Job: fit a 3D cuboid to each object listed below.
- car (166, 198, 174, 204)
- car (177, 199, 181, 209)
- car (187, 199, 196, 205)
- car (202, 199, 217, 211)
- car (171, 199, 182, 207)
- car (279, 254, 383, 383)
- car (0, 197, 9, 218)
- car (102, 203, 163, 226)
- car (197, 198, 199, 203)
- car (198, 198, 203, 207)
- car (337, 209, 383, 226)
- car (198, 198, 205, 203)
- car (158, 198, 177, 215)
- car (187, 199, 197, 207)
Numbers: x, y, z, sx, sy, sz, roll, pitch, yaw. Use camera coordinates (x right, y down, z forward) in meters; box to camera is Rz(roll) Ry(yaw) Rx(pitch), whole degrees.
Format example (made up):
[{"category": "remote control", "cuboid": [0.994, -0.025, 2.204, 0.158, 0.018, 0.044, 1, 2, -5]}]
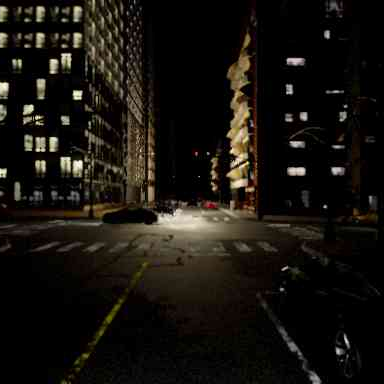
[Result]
[{"category": "car", "cuboid": [-5.790, 2.407, 88.410, 2.008, 1.369, 4.403, 0, -1, 0]}, {"category": "car", "cuboid": [-3.148, 1.938, 47.222, 2.128, 1.511, 4.902, 0, -1, 0]}, {"category": "car", "cuboid": [-0.089, 2.326, 80.268, 1.994, 1.385, 4.181, 0, -1, 0]}, {"category": "car", "cuboid": [2.688, 2.028, 47.262, 1.802, 1.307, 4.206, 0, -1, 0]}, {"category": "car", "cuboid": [-3.076, 2.116, 66.751, 1.882, 1.535, 5.008, 0, -1, 0]}, {"category": "car", "cuboid": [2.687, 1.615, 5.241, 1.947, 1.339, 4.313, 0, -1, 0]}, {"category": "car", "cuboid": [-17.723, 1.280, 27.283, 5.009, 1.841, 2.192, 1, -2, -1]}, {"category": "car", "cuboid": [-4.533, 1.743, 24.801, 4.181, 1.385, 1.994, 1, -1, -1]}, {"category": "car", "cuboid": [2.617, 2.180, 65.827, 2.008, 1.369, 4.403, 0, -1, 0]}, {"category": "car", "cuboid": [2.623, 2.124, 60.179, 2.008, 1.369, 4.403, 0, -1, 0]}, {"category": "car", "cuboid": [14.612, 2.089, 27.591, 4.829, 1.417, 1.752, 1, -2, -1]}, {"category": "car", "cuboid": [2.584, 2.496, 94.068, 1.802, 1.307, 4.206, 0, -1, 0]}, {"category": "car", "cuboid": [-3.138, 1.710, 38.175, 2.097, 1.767, 4.553, 0, -1, 0]}, {"category": "car", "cuboid": [0.026, 2.196, 66.183, 1.994, 1.385, 4.181, 0, -1, 0]}]
